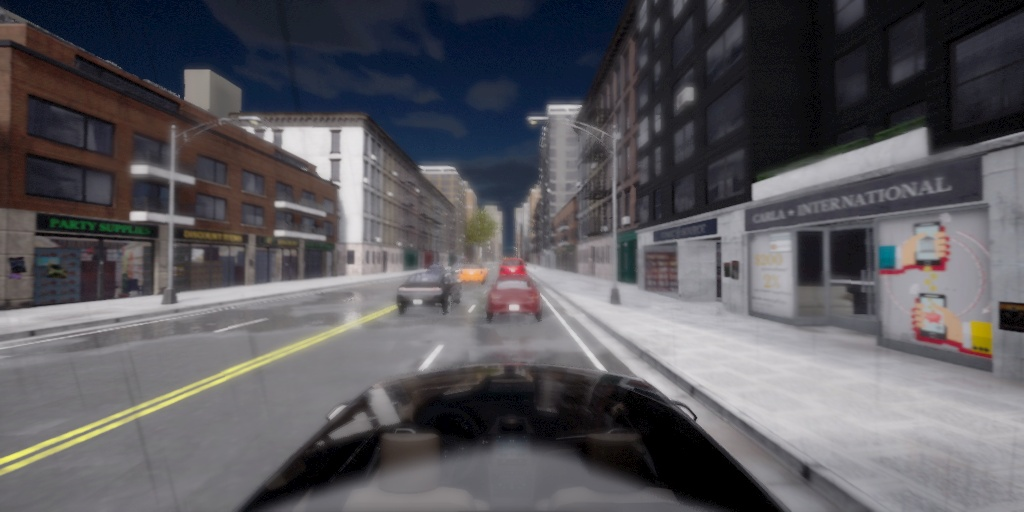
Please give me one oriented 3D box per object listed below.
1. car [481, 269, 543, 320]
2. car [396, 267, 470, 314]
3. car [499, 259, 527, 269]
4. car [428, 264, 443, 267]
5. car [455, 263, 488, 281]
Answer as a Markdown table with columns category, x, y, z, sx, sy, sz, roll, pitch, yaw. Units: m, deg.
| category | x | y | z | sx | sy | sz | roll | pitch | yaw |
| --- | --- | --- | --- | --- | --- | --- | --- | --- | --- |
| car | 0.080 | 1.387 | 13.010 | 1.812 | 1.442 | 4.674 | 0 | 0 | 0 |
| car | -3.164 | 1.367 | 14.482 | 2.128 | 1.511 | 4.902 | 0 | -1 | 0 |
| car | 0.093 | 1.254 | 29.652 | 2.150 | 2.045 | 5.566 | 0 | -1 | 0 |
| car | -9.824 | 1.777 | 46.344 | 1.994 | 1.385 | 4.181 | 0 | -1 | 0 |
| car | -3.158 | 1.391 | 30.237 | 2.097 | 1.767 | 4.553 | 0 | -1 | 0 |
